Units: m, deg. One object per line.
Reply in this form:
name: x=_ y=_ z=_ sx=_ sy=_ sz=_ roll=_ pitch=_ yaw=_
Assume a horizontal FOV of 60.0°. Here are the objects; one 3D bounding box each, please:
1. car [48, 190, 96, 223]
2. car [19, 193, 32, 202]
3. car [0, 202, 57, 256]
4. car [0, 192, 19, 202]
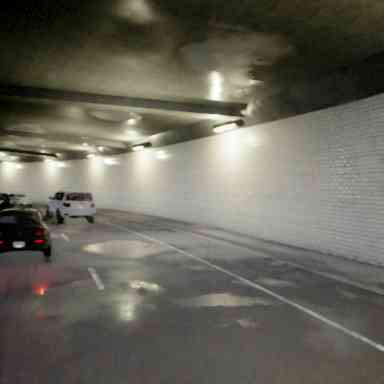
car: x=-8.153 y=0.897 z=22.237 sx=2.150 sy=2.045 sz=5.566 roll=2 pitch=1 yaw=-34
car: x=-18.311 y=0.834 z=34.914 sx=1.812 sy=1.442 sz=4.674 roll=2 pitch=0 yaw=-44
car: x=-5.980 y=1.299 z=11.607 sx=1.812 sy=1.442 sz=4.674 roll=2 pitch=0 yaw=-26
car: x=-15.858 y=0.762 z=26.858 sx=2.097 sy=1.767 sz=4.553 roll=2 pitch=0 yaw=-38
